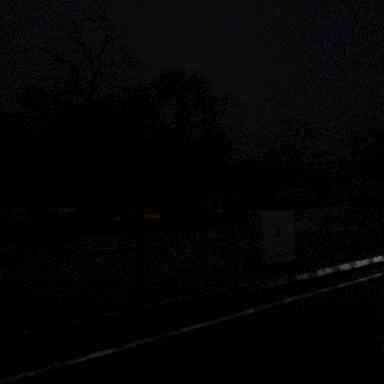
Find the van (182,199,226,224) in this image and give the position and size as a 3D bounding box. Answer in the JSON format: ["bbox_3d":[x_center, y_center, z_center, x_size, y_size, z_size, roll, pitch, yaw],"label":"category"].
[{"bbox_3d":[0.917,1.566,27.240,1.878,1.987,4.442,1,-1,-35],"label":"van"}]

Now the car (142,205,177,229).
[{"bbox_3d":[-3.563,1.701,23.956,1.946,1.575,5.366,1,-1,-35],"label":"car"}]

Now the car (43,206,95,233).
[{"bbox_3d":[-8.183,1.619,20.879,2.231,1.521,4.892,1,-1,-36],"label":"car"}]

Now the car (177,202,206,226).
[{"bbox_3d":[-1.429,1.778,25.745,2.163,1.488,4.792,1,-1,-36],"label":"car"}]

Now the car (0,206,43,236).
[{"bbox_3d":[-10.448,1.574,19.276,2.097,1.535,5.008,1,-1,-36],"label":"car"}]

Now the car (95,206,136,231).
[{"bbox_3d":[-5.946,1.690,22.519,2.163,1.488,4.792,1,-1,-36],"label":"car"}]
